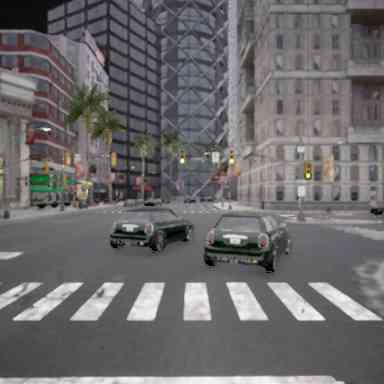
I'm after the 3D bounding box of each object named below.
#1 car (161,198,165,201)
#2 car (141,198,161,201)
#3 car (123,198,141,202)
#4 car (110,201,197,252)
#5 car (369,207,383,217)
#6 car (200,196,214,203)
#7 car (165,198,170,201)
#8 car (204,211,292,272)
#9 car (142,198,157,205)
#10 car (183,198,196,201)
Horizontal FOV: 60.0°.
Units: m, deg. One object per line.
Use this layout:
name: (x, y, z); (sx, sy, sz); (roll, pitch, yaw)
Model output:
car: (-7.005, 1.988, 66.663); (1.837, 1.490, 4.892); (0, 0, 0)
car: (-7.010, 2.014, 56.961); (1.895, 1.301, 4.718); (0, 0, 0)
car: (-10.510, 1.918, 56.976); (1.837, 1.490, 4.892); (0, 0, 0)
car: (-1.556, 1.460, 14.703); (2.097, 1.767, 4.553); (0, 0, 22)
car: (20.621, 1.847, 33.612); (4.718, 1.301, 1.895); (0, 0, 0)
car: (4.289, 2.033, 93.291); (2.097, 1.767, 4.553); (0, -1, 38)
car: (-6.248, 2.109, 76.662); (1.994, 1.385, 4.181); (0, 0, 10)
car: (2.098, 1.436, 11.448); (2.097, 1.767, 4.553); (0, 0, 24)
car: (-9.746, 2.084, 77.017); (2.128, 1.511, 4.902); (0, 0, 10)
car: (-0.575, 2.150, 84.035); (2.033, 1.411, 5.357); (0, 0, 22)
